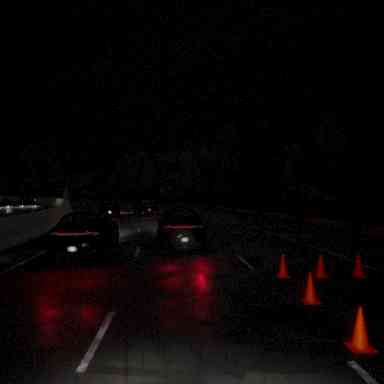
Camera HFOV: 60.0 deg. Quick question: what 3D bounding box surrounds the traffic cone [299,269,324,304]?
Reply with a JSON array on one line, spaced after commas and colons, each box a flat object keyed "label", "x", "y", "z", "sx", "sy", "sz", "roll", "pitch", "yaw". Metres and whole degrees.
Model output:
[{"label": "traffic cone", "x": 2.414, "y": 1.942, "z": 6.789, "sx": 0.340, "sy": 0.580, "sz": 0.340, "roll": 0, "pitch": 0, "yaw": 0}]

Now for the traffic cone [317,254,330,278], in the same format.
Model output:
[{"label": "traffic cone", "x": 3.405, "y": 1.938, "z": 8.793, "sx": 0.340, "sy": 0.580, "sz": 0.340, "roll": 0, "pitch": 0, "yaw": 0}]

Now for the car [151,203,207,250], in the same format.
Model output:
[{"label": "car", "x": -0.568, "y": 1.466, "z": 14.221, "sx": 2.128, "sy": 1.511, "sz": 4.902, "roll": 0, "pitch": 0, "yaw": -7}]

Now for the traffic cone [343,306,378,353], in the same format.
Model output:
[{"label": "traffic cone", "x": 2.422, "y": 1.946, "z": 4.789, "sx": 0.340, "sy": 0.580, "sz": 0.340, "roll": 0, "pitch": 0, "yaw": 0}]

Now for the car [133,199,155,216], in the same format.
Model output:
[{"label": "car", "x": -4.521, "y": 1.421, "z": 32.131, "sx": 1.882, "sy": 1.535, "sz": 5.008, "roll": 0, "pitch": 0, "yaw": -17}]

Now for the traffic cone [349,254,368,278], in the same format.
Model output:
[{"label": "traffic cone", "x": 4.405, "y": 1.938, "z": 8.798, "sx": 0.340, "sy": 0.580, "sz": 0.340, "roll": 0, "pitch": 0, "yaw": 0}]

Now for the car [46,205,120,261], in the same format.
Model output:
[{"label": "car", "x": -3.840, "y": 1.470, "z": 12.290, "sx": 2.128, "sy": 1.511, "sz": 4.902, "roll": 0, "pitch": 0, "yaw": -6}]

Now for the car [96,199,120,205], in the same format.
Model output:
[{"label": "car", "x": -7.603, "y": 1.453, "z": 30.273, "sx": 1.837, "sy": 1.490, "sz": 4.892, "roll": 0, "pitch": 0, "yaw": -16}]

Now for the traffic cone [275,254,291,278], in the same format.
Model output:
[{"label": "traffic cone", "x": 2.405, "y": 1.939, "z": 8.789, "sx": 0.340, "sy": 0.580, "sz": 0.340, "roll": 0, "pitch": 0, "yaw": 0}]
